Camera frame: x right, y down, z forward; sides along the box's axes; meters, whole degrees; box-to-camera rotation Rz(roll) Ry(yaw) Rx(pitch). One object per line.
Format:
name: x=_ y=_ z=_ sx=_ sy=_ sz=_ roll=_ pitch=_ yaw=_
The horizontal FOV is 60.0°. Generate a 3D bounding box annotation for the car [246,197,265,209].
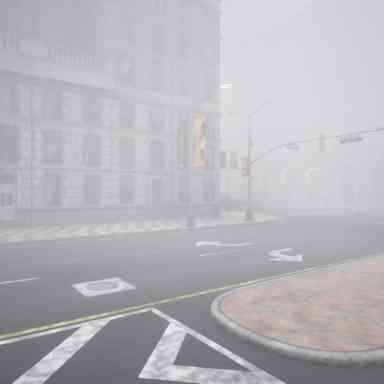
car: x=7.726 y=1.492 z=45.270 sx=2.128 sy=1.511 sz=4.902 roll=0 pitch=0 yaw=-36

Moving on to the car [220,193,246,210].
car: x=4.153 y=1.221 z=44.247 sx=2.150 sy=2.045 sz=5.566 roll=0 pitch=0 yaw=-36
